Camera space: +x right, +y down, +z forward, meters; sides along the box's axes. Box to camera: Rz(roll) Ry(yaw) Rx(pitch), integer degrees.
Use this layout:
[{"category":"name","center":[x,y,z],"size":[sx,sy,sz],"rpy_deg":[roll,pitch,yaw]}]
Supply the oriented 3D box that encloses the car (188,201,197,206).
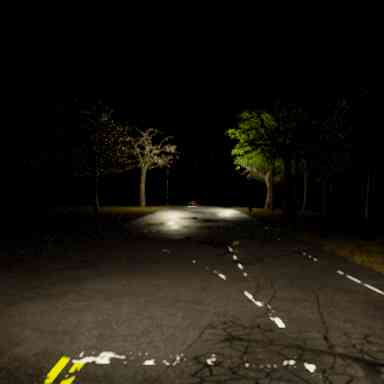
[{"category":"car","center":[0.231,2.961,86.066],"size":[1.882,1.535,5.008],"rpy_deg":[1,-1,8]}]
